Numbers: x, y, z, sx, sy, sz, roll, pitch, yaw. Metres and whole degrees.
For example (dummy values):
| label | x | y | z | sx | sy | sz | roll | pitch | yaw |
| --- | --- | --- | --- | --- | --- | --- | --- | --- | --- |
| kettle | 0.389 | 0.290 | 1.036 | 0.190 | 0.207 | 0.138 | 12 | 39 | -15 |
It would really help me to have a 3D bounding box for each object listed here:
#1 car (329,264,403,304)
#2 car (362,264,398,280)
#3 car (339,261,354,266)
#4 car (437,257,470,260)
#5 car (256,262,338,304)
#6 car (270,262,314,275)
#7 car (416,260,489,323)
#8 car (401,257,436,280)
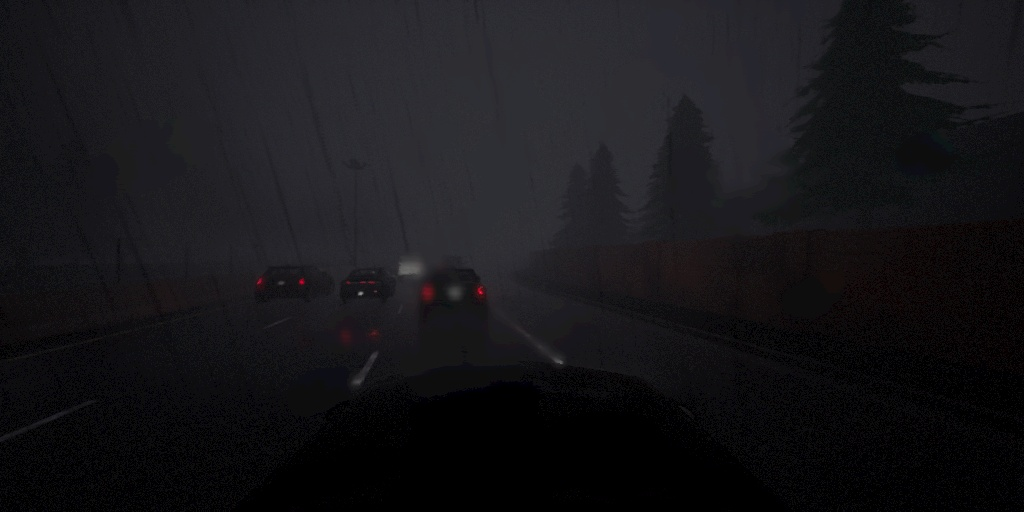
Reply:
| label | x | y | z | sx | sy | sz | roll | pitch | yaw |
| --- | --- | --- | --- | --- | --- | --- | --- | --- | --- |
| car | -6.573 | 1.308 | 16.773 | 2.128 | 1.511 | 4.902 | 0 | 0 | -12 |
| car | -12.348 | 1.447 | 33.765 | 1.994 | 1.385 | 4.181 | 0 | 0 | -3 |
| car | -19.565 | 1.416 | 41.957 | 1.882 | 1.535 | 5.008 | 0 | 0 | 3 |
| car | -5.420 | 1.070 | 34.082 | 2.150 | 2.045 | 5.566 | 0 | 0 | -3 |
| car | -10.250 | 1.189 | 17.318 | 2.097 | 1.767 | 4.553 | 0 | 0 | -11 |
| car | -26.478 | 1.471 | 43.435 | 2.128 | 1.511 | 4.902 | 0 | 0 | 3 |
| car | -2.126 | 1.136 | 12.675 | 2.097 | 1.767 | 4.553 | 0 | 0 | -12 |
| car | -8.882 | 1.086 | 33.343 | 2.150 | 2.045 | 5.566 | 0 | 0 | -3 |
